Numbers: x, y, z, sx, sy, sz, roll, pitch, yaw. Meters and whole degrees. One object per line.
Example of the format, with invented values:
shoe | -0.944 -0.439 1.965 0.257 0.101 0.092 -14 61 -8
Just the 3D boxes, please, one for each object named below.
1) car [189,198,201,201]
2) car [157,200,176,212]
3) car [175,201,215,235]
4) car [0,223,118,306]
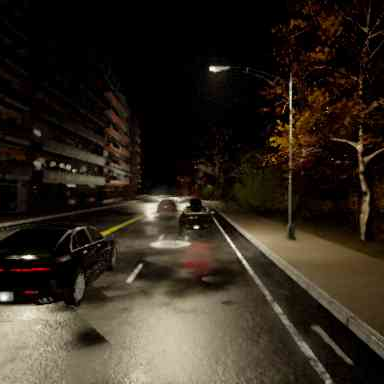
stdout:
car | 0.511 1.585 52.913 1.994 1.385 4.181 0 0 0
car | -2.831 1.566 38.037 1.994 1.385 4.181 0 0 1
car | 0.239 1.509 19.025 1.837 1.490 4.892 0 0 1
car | -3.112 1.496 7.976 1.837 1.490 4.892 0 0 0
